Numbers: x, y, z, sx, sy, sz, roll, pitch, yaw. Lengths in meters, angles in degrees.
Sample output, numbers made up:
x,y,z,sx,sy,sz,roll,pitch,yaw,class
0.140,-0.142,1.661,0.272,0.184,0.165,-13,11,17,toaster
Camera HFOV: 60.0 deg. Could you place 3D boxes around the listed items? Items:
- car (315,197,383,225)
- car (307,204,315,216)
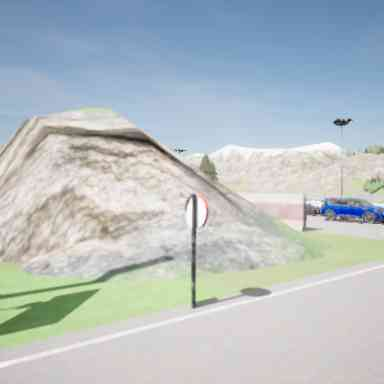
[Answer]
x,y,z,sx,sy,sz,roll,pitch,yaw,class
13.559,1.494,27.747,2.150,2.045,5.566,0,0,-35,car
11.912,1.827,36.133,1.994,1.385,4.181,0,0,-35,car
